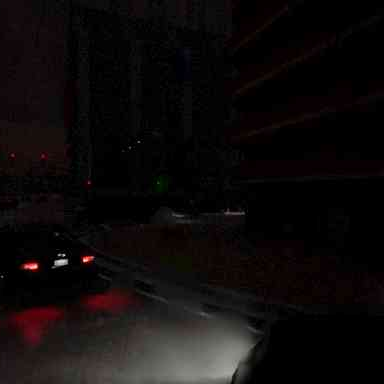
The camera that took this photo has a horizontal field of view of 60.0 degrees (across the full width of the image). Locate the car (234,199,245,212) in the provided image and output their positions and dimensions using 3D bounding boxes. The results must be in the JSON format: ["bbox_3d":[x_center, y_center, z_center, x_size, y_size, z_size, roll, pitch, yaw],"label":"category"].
[{"bbox_3d":[6.624,1.560,40.289,4.892,1.490,1.837,0,0,-23],"label":"car"}]

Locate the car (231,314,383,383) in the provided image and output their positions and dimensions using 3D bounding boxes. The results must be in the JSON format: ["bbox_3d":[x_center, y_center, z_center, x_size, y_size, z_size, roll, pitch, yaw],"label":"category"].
[{"bbox_3d":[2.873,1.547,2.017,5.357,1.411,2.033,0,0,35],"label":"car"}]

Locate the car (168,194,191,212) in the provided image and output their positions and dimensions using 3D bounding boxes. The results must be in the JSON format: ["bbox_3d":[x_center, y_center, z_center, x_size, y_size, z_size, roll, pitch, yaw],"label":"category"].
[{"bbox_3d":[-2.527,1.277,36.489,5.566,2.045,2.150,0,0,-23],"label":"car"}]

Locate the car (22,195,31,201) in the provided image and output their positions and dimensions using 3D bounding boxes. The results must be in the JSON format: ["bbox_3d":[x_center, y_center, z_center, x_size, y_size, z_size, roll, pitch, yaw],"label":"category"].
[{"bbox_3d":[-40.176,1.525,80.618,2.128,1.511,4.902,0,0,-23],"label":"car"}]

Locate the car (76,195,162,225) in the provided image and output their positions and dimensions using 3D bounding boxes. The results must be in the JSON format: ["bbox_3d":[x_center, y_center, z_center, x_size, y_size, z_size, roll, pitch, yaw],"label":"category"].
[{"bbox_3d":[-5.352,1.260,23.735,5.566,2.045,2.150,1,0,-23],"label":"car"}]

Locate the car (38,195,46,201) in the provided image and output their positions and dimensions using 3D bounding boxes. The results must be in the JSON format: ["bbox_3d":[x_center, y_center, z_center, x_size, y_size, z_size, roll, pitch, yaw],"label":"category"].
[{"bbox_3d":[-37.089,1.540,82.302,2.033,1.411,5.357,0,0,-23],"label":"car"}]

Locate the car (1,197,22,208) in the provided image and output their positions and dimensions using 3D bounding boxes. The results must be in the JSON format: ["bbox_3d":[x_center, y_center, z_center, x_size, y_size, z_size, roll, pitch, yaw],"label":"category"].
[{"bbox_3d":[-26.198,1.491,47.882,2.128,1.511,4.902,0,0,-23],"label":"car"}]

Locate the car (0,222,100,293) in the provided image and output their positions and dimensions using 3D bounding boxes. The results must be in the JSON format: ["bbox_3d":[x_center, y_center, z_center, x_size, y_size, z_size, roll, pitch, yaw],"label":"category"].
[{"bbox_3d":[-4.351,1.547,9.033,2.033,1.411,5.357,0,0,-39],"label":"car"}]

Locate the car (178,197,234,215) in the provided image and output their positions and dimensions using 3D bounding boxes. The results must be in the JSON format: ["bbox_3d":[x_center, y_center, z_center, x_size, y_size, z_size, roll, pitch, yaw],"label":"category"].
[{"bbox_3d":[1.464,1.560,34.357,4.892,1.490,1.837,0,0,-23],"label":"car"}]
